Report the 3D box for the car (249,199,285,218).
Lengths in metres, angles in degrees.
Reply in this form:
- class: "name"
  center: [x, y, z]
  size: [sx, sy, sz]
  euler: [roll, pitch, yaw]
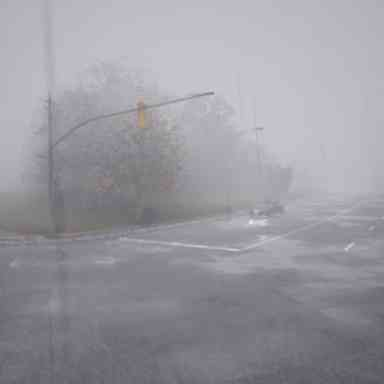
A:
- class: "car"
  center: [6.674, 1.394, 29.447]
  size: [2.128, 1.511, 4.902]
  euler: [-1, 1, 35]
